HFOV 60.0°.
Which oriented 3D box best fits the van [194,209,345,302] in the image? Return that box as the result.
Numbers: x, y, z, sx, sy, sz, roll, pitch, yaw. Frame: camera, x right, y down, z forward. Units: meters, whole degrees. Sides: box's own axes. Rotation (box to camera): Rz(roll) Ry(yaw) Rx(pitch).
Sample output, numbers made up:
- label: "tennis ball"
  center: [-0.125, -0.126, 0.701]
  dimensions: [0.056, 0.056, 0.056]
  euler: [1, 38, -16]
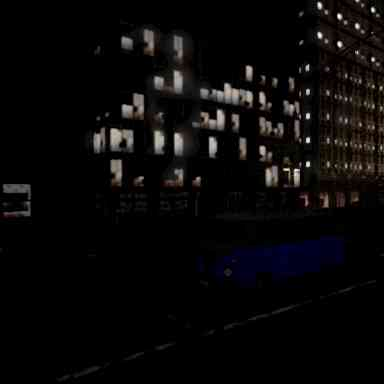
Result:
- label: "van"
  center: [1.961, 1.336, 7.967]
  dimensions: [3.998, 1.788, 1.690]
  euler: [0, 0, -36]

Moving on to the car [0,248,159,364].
- label: "car"
  center: [-2.534, 1.565, 4.758]
  dimensions: [4.313, 1.339, 1.947]
  euler: [0, 0, -36]
